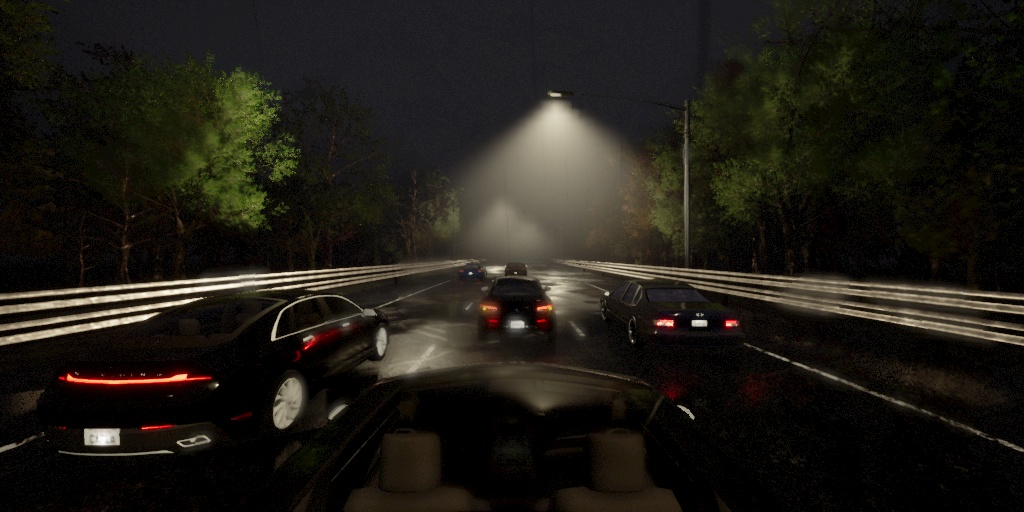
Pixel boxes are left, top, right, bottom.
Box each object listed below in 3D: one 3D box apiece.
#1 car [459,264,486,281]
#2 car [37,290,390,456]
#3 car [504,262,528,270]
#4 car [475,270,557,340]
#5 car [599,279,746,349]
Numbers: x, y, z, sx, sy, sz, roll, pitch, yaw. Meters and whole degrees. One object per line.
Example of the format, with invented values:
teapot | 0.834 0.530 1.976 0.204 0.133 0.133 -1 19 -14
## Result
car | -3.175 1.310 29.828 1.994 1.385 4.181 0 0 1
car | -3.388 1.255 5.395 1.837 1.490 4.892 0 0 0
car | 0.344 1.223 31.458 1.882 1.535 5.008 0 0 1
car | 0.128 1.275 9.814 1.812 1.442 4.674 0 0 0
car | 3.599 1.297 9.173 2.033 1.411 5.357 0 0 3
